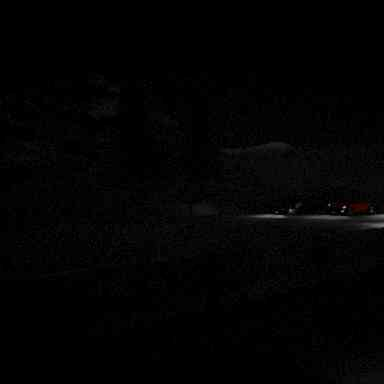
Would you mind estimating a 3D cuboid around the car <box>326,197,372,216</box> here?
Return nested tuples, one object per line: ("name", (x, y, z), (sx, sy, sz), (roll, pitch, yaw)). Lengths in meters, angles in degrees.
("car", (14.742, 1.275, 31.209), (4.553, 1.767, 2.097), (0, 0, -30))

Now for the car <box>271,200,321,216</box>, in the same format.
("car", (10.196, 1.494, 32.474), (5.357, 1.411, 2.033), (-1, 0, -31))
